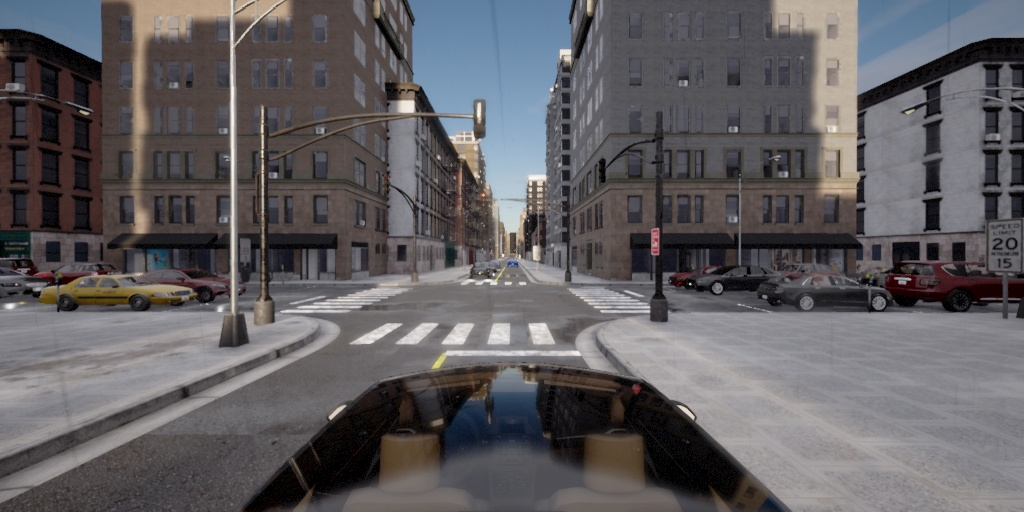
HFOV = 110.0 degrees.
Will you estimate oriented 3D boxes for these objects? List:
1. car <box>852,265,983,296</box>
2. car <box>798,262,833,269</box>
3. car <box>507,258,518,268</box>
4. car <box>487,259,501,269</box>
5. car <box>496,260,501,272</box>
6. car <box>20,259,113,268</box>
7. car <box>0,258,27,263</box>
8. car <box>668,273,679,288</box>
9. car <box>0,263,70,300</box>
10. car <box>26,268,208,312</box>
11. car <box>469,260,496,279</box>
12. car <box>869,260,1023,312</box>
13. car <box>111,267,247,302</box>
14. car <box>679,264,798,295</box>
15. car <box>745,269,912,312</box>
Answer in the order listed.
[{"bbox_3d":[21.401,1.250,19.073,4.892,1.490,1.837,0,0,0],"label":"car"},{"bbox_3d":[17.226,1.171,21.627,4.097,1.591,1.967,0,0,0],"label":"car"},{"bbox_3d":[0.144,1.230,63.126,1.882,1.535,5.008,0,0,0],"label":"car"},{"bbox_3d":[-2.711,1.275,55.328,1.812,1.442,4.674,0,0,1],"label":"car"},{"bbox_3d":[-2.750,1.294,43.660,2.033,1.411,5.357,0,0,0],"label":"car"},{"bbox_3d":[-26.352,1.162,21.765,4.097,1.591,1.967,0,0,0],"label":"car"},{"bbox_3d":[-32.014,1.036,21.784,5.009,1.841,2.192,0,0,0],"label":"car"},{"bbox_3d":[11.817,1.275,21.644,4.507,1.381,1.888,0,0,0],"label":"car"},{"bbox_3d":[-23.933,1.242,16.264,4.902,1.511,2.128,0,0,0],"label":"car"},{"bbox_3d":[-14.885,1.290,13.704,4.829,1.417,1.751,0,0,0],"label":"car"},{"bbox_3d":[-2.777,1.251,33.016,1.837,1.490,4.892,0,0,0],"label":"car"},{"bbox_3d":[17.200,1.087,13.602,5.009,1.841,2.192,0,0,0],"label":"car"},{"bbox_3d":[-14.705,1.278,16.218,4.674,1.442,1.812,0,0,0],"label":"car"},{"bbox_3d":[11.919,1.248,19.100,4.892,1.490,1.837,0,0,0],"label":"car"},{"bbox_3d":[11.791,1.322,13.619,4.403,1.370,2.007,0,0,0],"label":"car"}]
